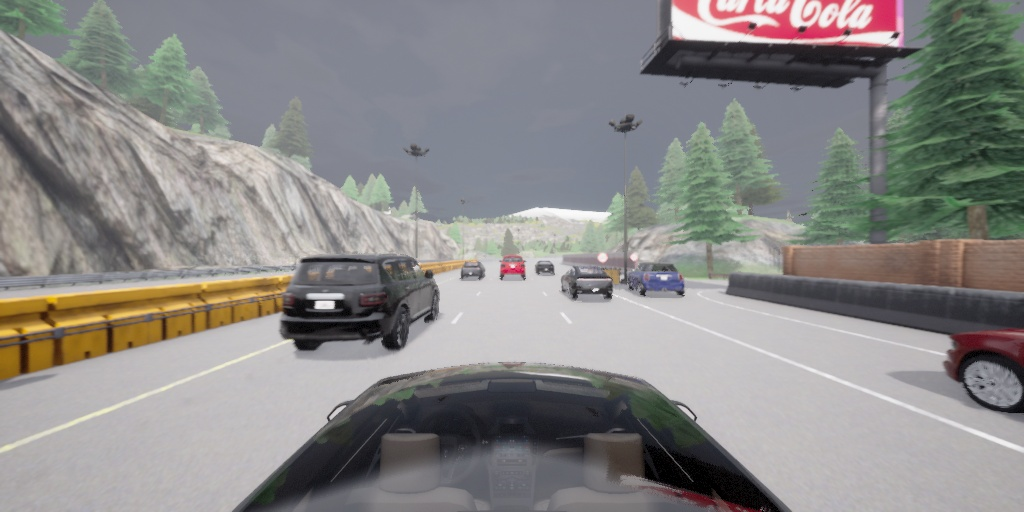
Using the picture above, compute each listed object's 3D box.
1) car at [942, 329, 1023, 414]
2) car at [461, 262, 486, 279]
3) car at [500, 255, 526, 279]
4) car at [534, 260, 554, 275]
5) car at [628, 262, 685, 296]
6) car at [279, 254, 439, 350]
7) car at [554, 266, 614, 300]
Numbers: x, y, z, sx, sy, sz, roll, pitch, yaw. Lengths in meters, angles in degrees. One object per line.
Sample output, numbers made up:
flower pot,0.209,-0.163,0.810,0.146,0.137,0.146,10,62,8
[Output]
car,7.098,1.226,2.999,1.882,1.535,5.008,0,0,0
car,-3.433,1.238,32.130,2.128,1.511,4.902,0,0,0
car,0.069,0.967,32.469,2.150,2.045,5.566,0,0,0
car,3.556,1.221,39.723,1.882,1.535,5.008,0,0,0
car,7.655,1.097,19.425,2.097,1.767,4.553,0,0,9
car,-3.404,0.972,9.196,2.150,2.045,5.566,0,0,0
car,3.586,1.239,17.788,2.128,1.511,4.902,0,0,0
